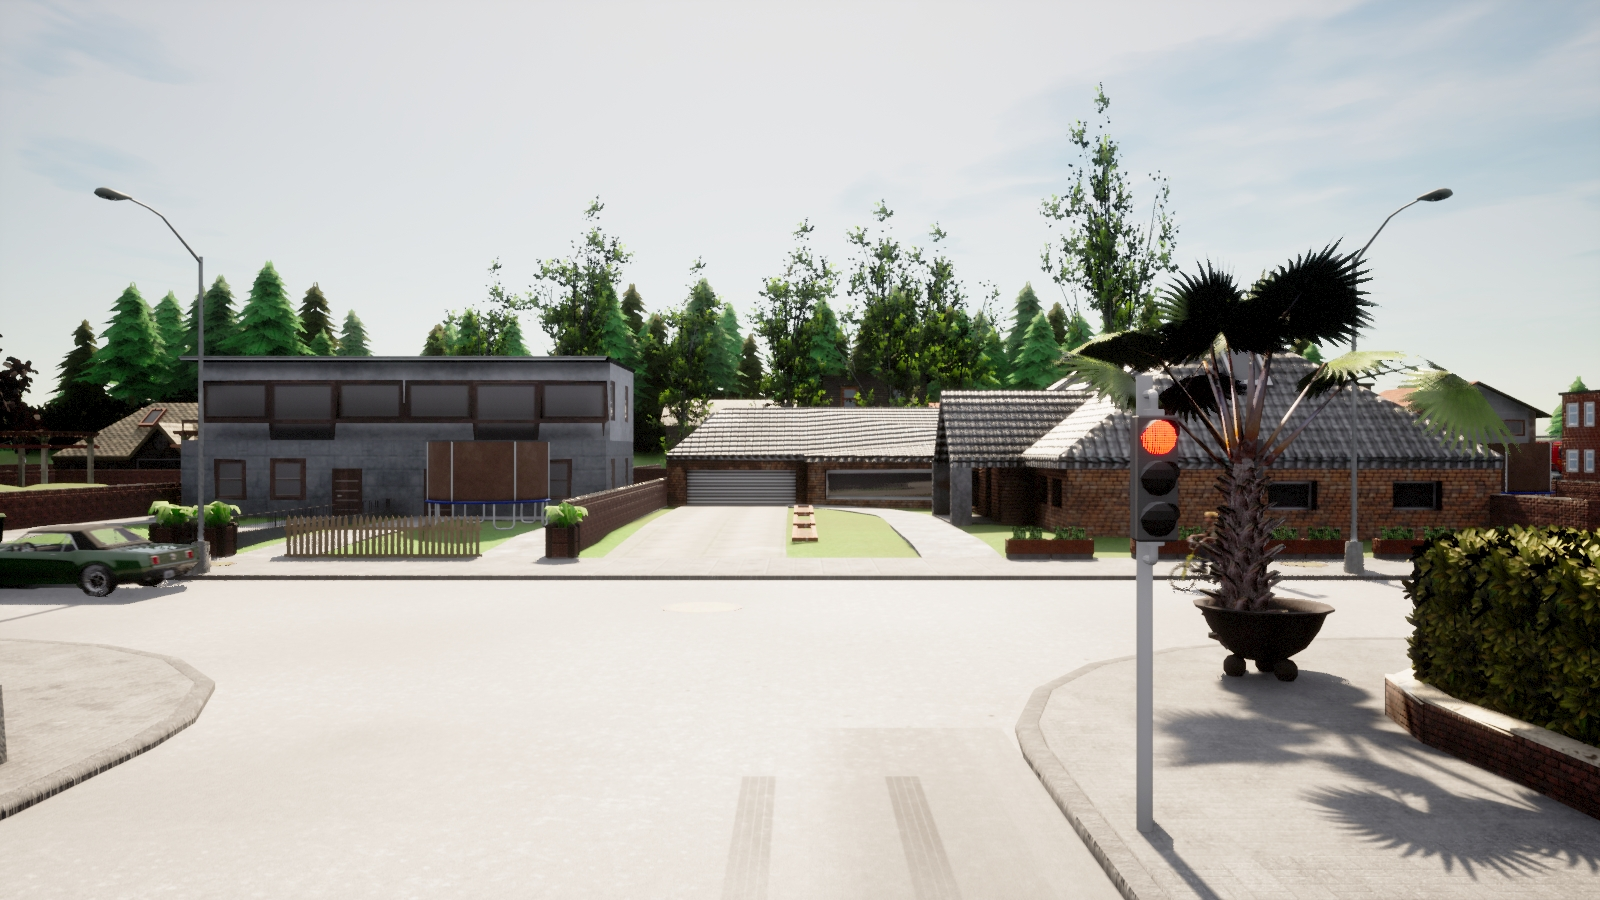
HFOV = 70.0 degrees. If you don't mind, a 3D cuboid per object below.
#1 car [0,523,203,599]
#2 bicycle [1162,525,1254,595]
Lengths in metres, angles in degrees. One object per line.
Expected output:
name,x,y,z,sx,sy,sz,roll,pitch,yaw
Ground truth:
car,-14.575,2.146,22.436,4.718,1.301,1.895,0,0,1
bicycle,7.998,2.149,22.444,1.487,1.276,0.859,0,0,0
